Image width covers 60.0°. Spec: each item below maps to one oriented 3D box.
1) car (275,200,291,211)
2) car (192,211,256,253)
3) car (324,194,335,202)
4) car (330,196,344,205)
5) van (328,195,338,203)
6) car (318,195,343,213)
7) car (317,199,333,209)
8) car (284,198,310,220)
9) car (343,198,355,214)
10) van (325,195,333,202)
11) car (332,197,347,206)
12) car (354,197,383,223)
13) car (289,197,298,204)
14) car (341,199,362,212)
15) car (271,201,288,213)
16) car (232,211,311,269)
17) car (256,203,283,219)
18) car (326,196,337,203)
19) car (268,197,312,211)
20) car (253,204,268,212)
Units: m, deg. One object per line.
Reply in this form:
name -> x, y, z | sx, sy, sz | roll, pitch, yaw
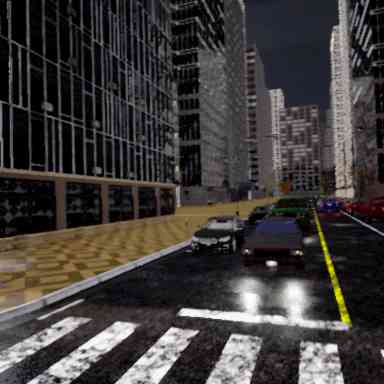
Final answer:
car -> 13.284, 1.910, 48.408 | 1.887, 1.381, 4.507 | -2, -1, 19
car -> 1.330, 1.736, 14.477 | 2.008, 1.369, 4.403 | -2, -1, 19
car -> 34.338, 1.551, 82.895 | 2.192, 1.841, 5.009 | -2, -1, 19
car -> 26.827, 1.572, 61.615 | 1.967, 1.590, 4.097 | -2, -1, 19
van -> 30.581, 1.526, 72.255 | 1.690, 1.788, 3.998 | -2, -1, 19
car -> 16.097, 1.465, 39.177 | 2.097, 1.767, 4.553 | -2, -1, 20
car -> 19.355, 1.764, 48.533 | 1.895, 1.301, 4.718 | -2, -1, 19
car -> 9.706, 1.533, 30.512 | 2.097, 1.767, 4.553 | -2, -1, 20
car -> 17.436, 1.542, 35.017 | 1.887, 1.381, 4.507 | -2, -1, 19
van -> 36.217, 1.602, 88.214 | 1.690, 1.788, 3.998 | -2, -1, 19
car -> 24.950, 1.650, 56.295 | 1.887, 1.381, 4.507 | -2, -1, 19
car -> 13.673, 1.257, 24.382 | 2.192, 1.841, 5.009 | -2, -1, 19
car -> 24.556, 1.964, 80.334 | 1.967, 1.590, 4.097 | -2, -1, 19
car -> 19.315, 1.607, 40.335 | 1.802, 1.307, 4.206 | -2, -1, 19
car -> 11.406, 1.920, 43.087 | 1.802, 1.307, 4.206 | -2, -1, 19
car -> 3.098, 1.627, 11.821 | 2.033, 1.411, 5.357 | -2, -1, 19
car -> 7.647, 1.834, 32.446 | 2.008, 1.369, 4.403 | -2, -1, 19
car -> 32.465, 1.761, 77.572 | 2.008, 1.369, 4.403 | -2, -1, 19
car -> 6.472, 1.354, 21.403 | 2.150, 2.045, 5.566 | -2, -1, 19
car -> 5.769, 1.821, 27.125 | 1.947, 1.339, 4.313 | -2, -1, 19
